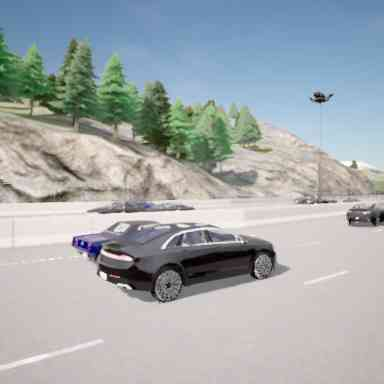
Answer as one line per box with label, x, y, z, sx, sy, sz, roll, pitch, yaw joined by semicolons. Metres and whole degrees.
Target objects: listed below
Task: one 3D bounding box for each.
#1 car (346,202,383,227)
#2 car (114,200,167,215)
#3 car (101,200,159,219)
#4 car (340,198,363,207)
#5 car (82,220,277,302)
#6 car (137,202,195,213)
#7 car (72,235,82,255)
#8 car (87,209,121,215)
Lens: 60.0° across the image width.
car;12.635;1.531;23.532;4.902;1.511;2.128;0;0;-43
car;-5.427;1.625;35.664;5.357;1.411;2.033;0;0;-41
car;-5.652;1.545;30.875;5.008;1.535;1.882;0;0;-41
car;25.935;1.639;54.002;2.033;1.411;5.357;0;0;40
car;0.100;1.509;8.332;4.902;1.511;2.128;0;0;-37
car;-1.950;1.544;24.855;4.902;1.511;2.128;0;0;-40
car;-1.498;1.626;11.480;4.718;1.301;1.895;0;0;-37
car;-5.886;1.550;26.132;4.902;1.511;2.128;0;0;-40
